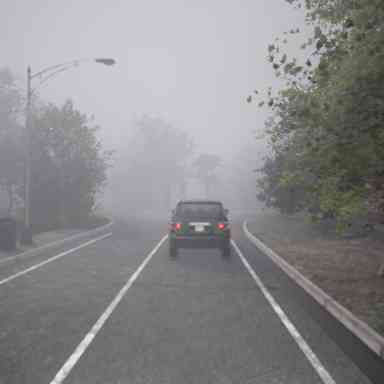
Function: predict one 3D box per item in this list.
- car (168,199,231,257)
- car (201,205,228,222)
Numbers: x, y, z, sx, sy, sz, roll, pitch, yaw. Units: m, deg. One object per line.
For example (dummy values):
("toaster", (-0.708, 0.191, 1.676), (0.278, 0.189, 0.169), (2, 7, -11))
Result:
("car", (0.320, 1.267, 13.283), (2.150, 2.045, 5.566), (0, 0, 2))
("car", (2.121, 1.924, 30.785), (1.994, 1.385, 4.181), (0, -2, 11))
